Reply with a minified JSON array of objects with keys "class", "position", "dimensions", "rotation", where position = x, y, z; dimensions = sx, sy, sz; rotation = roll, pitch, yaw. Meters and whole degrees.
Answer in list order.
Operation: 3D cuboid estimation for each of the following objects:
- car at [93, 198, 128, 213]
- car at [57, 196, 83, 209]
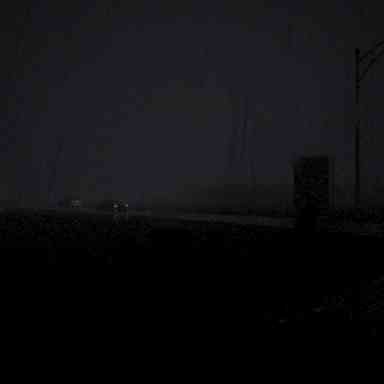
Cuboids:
[{"class":"car","position":[-9.974,1.695,41.810],"dimensions":[4.553,1.767,2.097],"rotation":[-1,0,44]},{"class":"car","position":[-20.418,1.714,55.519],"dimensions":[5.566,2.045,2.150],"rotation":[-1,0,43]}]
